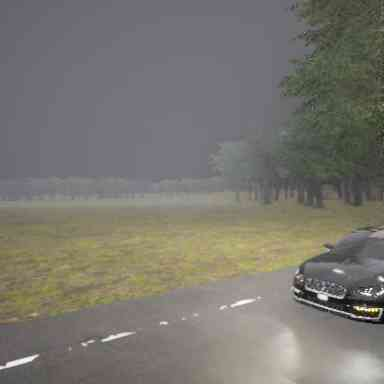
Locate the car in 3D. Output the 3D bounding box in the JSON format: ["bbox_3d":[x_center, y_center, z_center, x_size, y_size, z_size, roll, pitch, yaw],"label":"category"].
[{"bbox_3d":[4.153,1.498,6.952,4.892,1.490,1.837,0,0,-35],"label":"car"}]
